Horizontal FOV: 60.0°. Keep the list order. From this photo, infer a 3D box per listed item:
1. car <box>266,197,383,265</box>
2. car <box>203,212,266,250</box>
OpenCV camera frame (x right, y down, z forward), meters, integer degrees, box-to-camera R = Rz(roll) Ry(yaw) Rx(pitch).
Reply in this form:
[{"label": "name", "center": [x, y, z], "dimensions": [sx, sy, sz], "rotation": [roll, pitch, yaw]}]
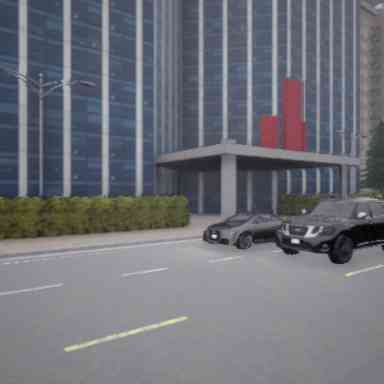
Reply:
[{"label": "car", "center": [5.545, 1.227, 12.157], "dimensions": [5.566, 2.045, 2.150], "rotation": [0, 0, -35]}, {"label": "car", "center": [2.517, 1.568, 14.313], "dimensions": [4.181, 1.385, 1.994], "rotation": [0, 0, -35]}]
